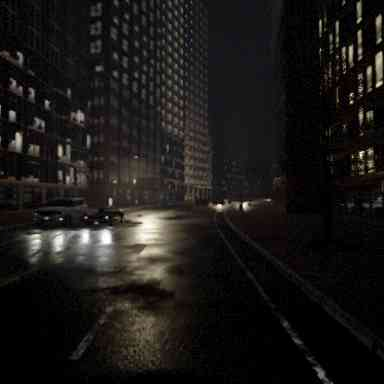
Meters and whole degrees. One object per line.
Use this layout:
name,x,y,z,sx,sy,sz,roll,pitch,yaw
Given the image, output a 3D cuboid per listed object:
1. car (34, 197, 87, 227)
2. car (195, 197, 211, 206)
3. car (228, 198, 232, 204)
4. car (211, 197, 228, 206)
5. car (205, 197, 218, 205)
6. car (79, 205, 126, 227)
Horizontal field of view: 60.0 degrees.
car,-9.598,1.428,24.969,2.150,2.045,5.566,0,-1,3
car,1.873,1.948,63.848,1.882,1.535,5.008,0,0,13
car,7.651,1.998,73.868,1.812,1.442,4.674,0,0,15
car,5.245,1.937,64.062,1.882,1.535,5.008,0,0,13
car,4.290,1.963,73.876,1.837,1.490,4.892,0,0,15
car,-6.354,1.800,24.565,1.895,1.301,4.718,0,0,2
